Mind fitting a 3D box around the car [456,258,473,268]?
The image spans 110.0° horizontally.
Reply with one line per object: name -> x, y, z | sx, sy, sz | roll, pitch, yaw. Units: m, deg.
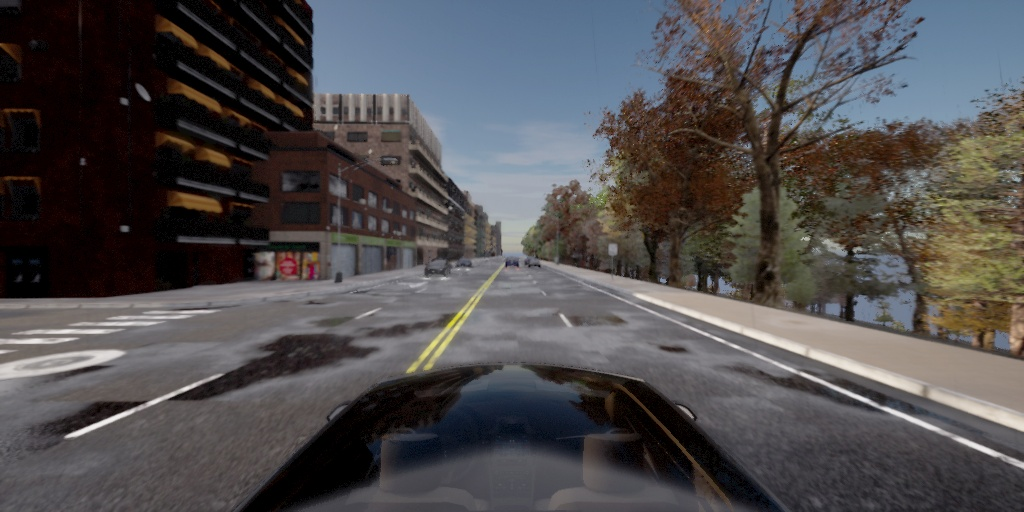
car -> -6.527, 0.990, 49.844 | 1.994, 1.385, 4.181 | 0, 0, 0

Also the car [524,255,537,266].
car -> 3.274, 0.759, 63.245 | 2.097, 1.767, 4.553 | 0, 0, 0

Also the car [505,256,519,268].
car -> 0.022, 0.796, 53.226 | 2.097, 1.767, 4.553 | 0, 0, 0

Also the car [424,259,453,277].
car -> -6.573, 1.027, 32.371 | 1.837, 1.490, 4.892 | 0, 1, 0

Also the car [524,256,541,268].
car -> 3.270, 1.011, 52.839 | 2.033, 1.411, 5.357 | 0, 0, 0
